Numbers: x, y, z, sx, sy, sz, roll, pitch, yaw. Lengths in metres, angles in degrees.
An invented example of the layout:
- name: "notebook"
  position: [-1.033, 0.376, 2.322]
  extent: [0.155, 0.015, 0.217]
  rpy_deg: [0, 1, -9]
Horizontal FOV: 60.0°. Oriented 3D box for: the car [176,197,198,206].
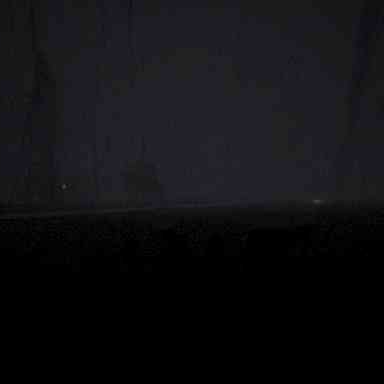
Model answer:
- name: "car"
  position: [-0.886, 1.660, 60.771]
  extent: [1.882, 1.535, 5.008]
  rpy_deg: [0, 0, 38]
